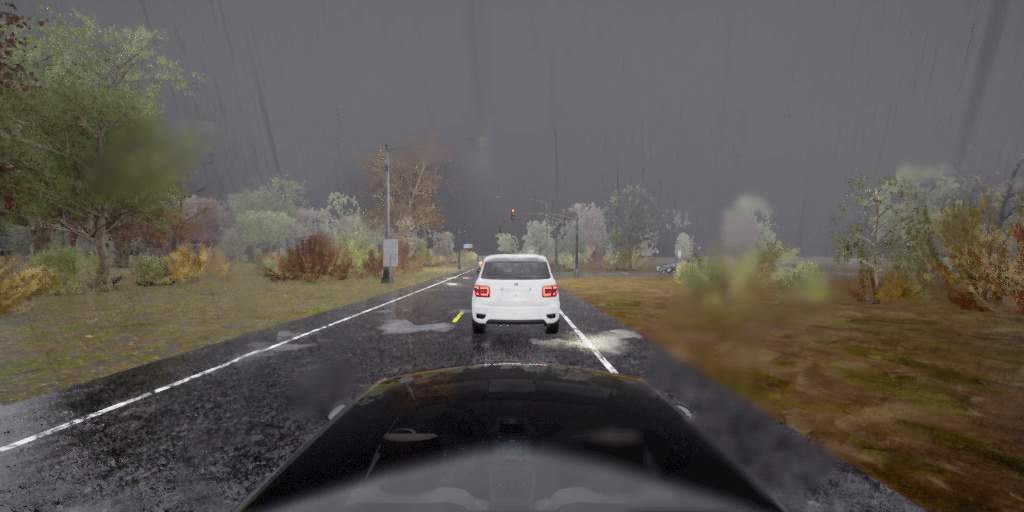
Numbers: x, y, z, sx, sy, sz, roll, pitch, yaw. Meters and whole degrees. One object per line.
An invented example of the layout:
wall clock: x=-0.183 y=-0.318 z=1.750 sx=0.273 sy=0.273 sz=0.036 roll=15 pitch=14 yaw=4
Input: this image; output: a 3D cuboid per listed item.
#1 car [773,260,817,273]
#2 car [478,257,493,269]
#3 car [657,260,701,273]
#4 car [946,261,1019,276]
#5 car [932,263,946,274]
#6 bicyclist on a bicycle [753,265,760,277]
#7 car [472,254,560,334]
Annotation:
car: x=32.055 y=1.249 z=41.284 sx=5.008 sy=1.535 sz=1.882 roll=0 pitch=0 yaw=3
car: x=-4.205 y=1.104 z=57.563 sx=2.097 sy=1.767 sz=4.553 roll=0 pitch=0 yaw=-2
car: x=19.370 y=1.255 z=41.609 sx=4.902 sy=1.511 sz=2.128 roll=0 pitch=0 yaw=1
car: x=49.073 y=1.279 z=37.107 sx=4.902 sy=1.511 sz=2.128 roll=0 pitch=0 yaw=5
car: x=50.197 y=1.279 z=40.123 sx=4.902 sy=1.511 sz=2.128 roll=0 pitch=0 yaw=5
bicyclist on a bicycle: x=24.018 y=1.223 z=35.229 sx=0.582 sy=1.620 sz=1.656 roll=0 pitch=0 yaw=1
car: x=0.088 y=0.971 z=10.744 sx=2.150 sy=2.045 sz=5.566 roll=0 pitch=0 yaw=0
